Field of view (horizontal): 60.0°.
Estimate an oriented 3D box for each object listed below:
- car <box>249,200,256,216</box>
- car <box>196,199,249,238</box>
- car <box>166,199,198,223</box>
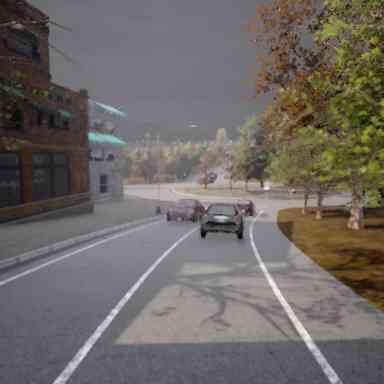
[{"bbox_3d":[5.465,1.520,34.422,1.882,1.535,5.008,2,1,15],"label":"car"},{"bbox_3d":[1.783,1.355,17.977,2.097,1.767,4.553,1,0,11],"label":"car"},{"bbox_3d":[-0.401,1.294,24.971,2.097,1.767,4.553,1,0,12],"label":"car"}]
